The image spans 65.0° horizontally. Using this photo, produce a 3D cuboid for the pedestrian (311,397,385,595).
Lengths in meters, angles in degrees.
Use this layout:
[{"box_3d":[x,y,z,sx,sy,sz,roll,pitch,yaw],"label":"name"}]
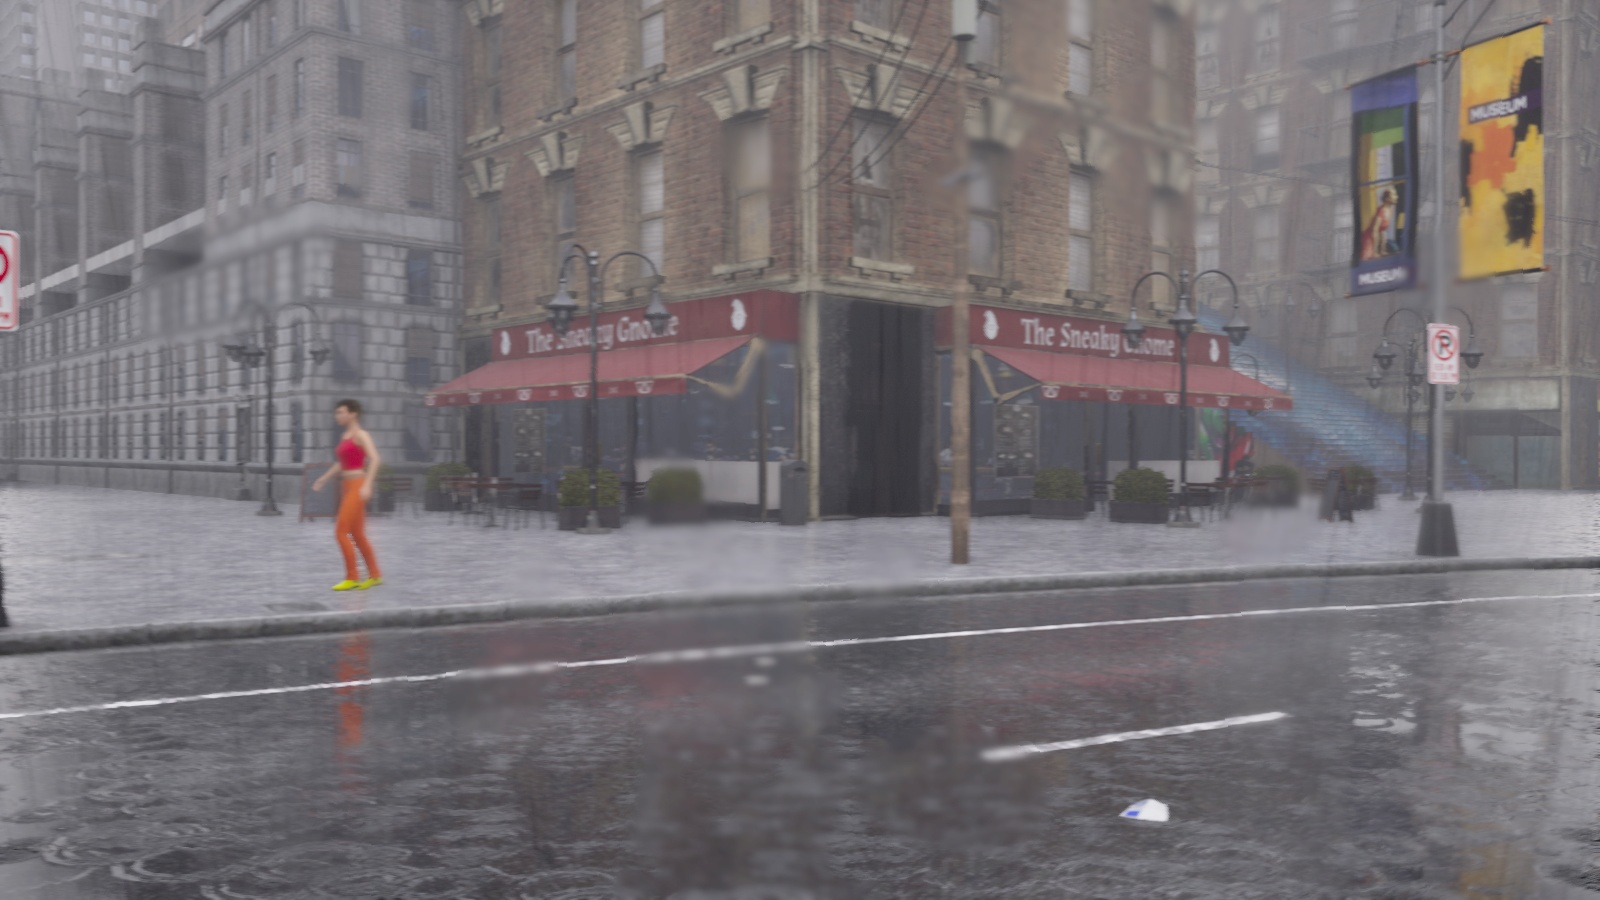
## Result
[{"box_3d":[-4.297,0.428,11.940,0.594,1.836,0.345,0,0,-35],"label":"pedestrian"}]
